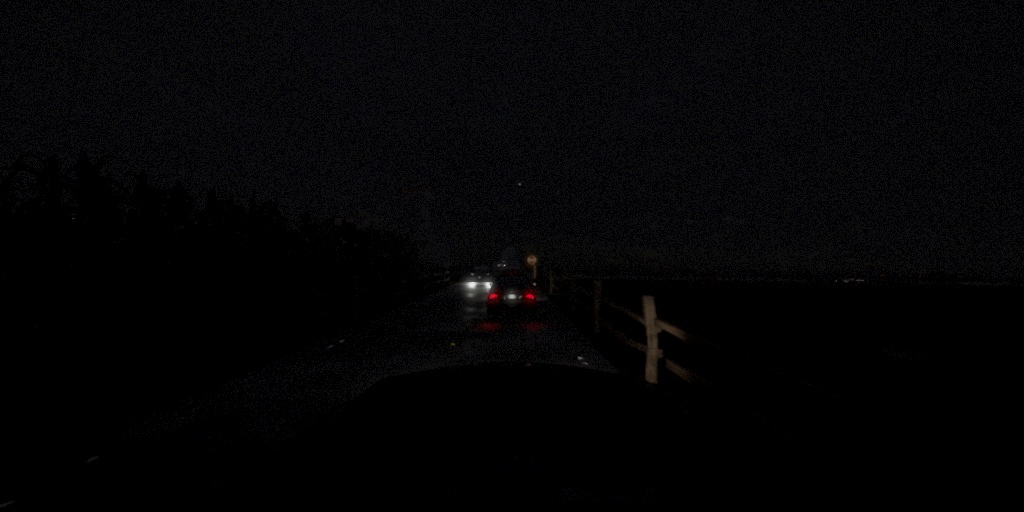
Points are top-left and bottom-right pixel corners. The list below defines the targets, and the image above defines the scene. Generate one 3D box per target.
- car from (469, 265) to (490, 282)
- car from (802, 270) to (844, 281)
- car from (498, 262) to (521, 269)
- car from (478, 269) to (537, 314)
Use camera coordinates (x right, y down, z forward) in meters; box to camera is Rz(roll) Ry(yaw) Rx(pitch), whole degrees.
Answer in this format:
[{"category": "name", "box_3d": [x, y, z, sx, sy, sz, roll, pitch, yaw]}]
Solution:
[{"category": "car", "box_3d": [-2.754, 1.567, 33.015, 1.812, 1.442, 4.674, 0, -1, 1]}, {"category": "car", "box_3d": [39.142, 2.443, 45.110, 4.181, 1.385, 1.994, 1, 1, 0]}, {"category": "car", "box_3d": [0.043, 1.499, 30.870, 1.882, 1.535, 5.008, 0, -1, 1]}, {"category": "car", "box_3d": [0.016, 1.417, 14.354, 2.033, 1.411, 5.357, 0, -1, 0]}]
